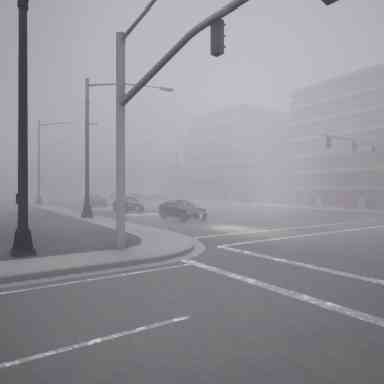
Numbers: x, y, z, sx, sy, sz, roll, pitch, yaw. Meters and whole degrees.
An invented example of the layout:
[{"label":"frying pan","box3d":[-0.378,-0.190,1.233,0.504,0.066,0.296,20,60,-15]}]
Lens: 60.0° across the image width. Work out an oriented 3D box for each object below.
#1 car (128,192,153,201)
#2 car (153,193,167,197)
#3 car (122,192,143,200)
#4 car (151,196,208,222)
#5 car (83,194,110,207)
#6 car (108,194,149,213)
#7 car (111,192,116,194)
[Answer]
[{"label":"car","box3d":[-8.916,0.844,55.760,1.882,1.535,5.008,0,1,-34]},{"label":"car","box3d":[-6.026,0.858,57.734,2.128,1.511,4.902,0,1,-34]},{"label":"car","box3d":[-11.904,0.750,66.344,2.033,1.411,5.357,0,1,-34]},{"label":"car","box3d":[-0.765,1.358,25.018,2.128,1.511,4.902,0,1,-34]},{"label":"car","box3d":[-12.277,1.013,41.901,1.882,1.535,5.008,0,1,-34]},{"label":"car","box3d":[-6.487,1.242,33.404,1.812,1.442,4.674,0,1,-34]},{"label":"car","box3d":[-14.795,0.708,64.371,1.837,1.490,4.892,0,1,-34]}]
